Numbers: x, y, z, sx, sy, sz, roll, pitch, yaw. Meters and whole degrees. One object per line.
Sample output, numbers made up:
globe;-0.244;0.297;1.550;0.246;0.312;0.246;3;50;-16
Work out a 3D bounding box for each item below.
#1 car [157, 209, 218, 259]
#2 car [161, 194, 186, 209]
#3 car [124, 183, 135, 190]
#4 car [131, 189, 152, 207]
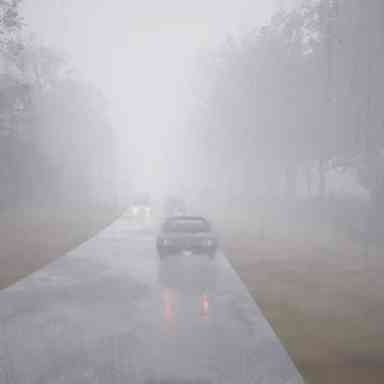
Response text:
car;-0.233;1.534;12.323;1.895;1.301;4.718;0;1;-2
car;-1.573;0.967;29.189;1.837;1.490;4.892;0;2;-6
car;-14.275;-1.192;76.258;2.097;1.767;4.553;1;1;-17
car;-5.191;0.725;34.722;2.033;1.411;5.357;1;2;-8
